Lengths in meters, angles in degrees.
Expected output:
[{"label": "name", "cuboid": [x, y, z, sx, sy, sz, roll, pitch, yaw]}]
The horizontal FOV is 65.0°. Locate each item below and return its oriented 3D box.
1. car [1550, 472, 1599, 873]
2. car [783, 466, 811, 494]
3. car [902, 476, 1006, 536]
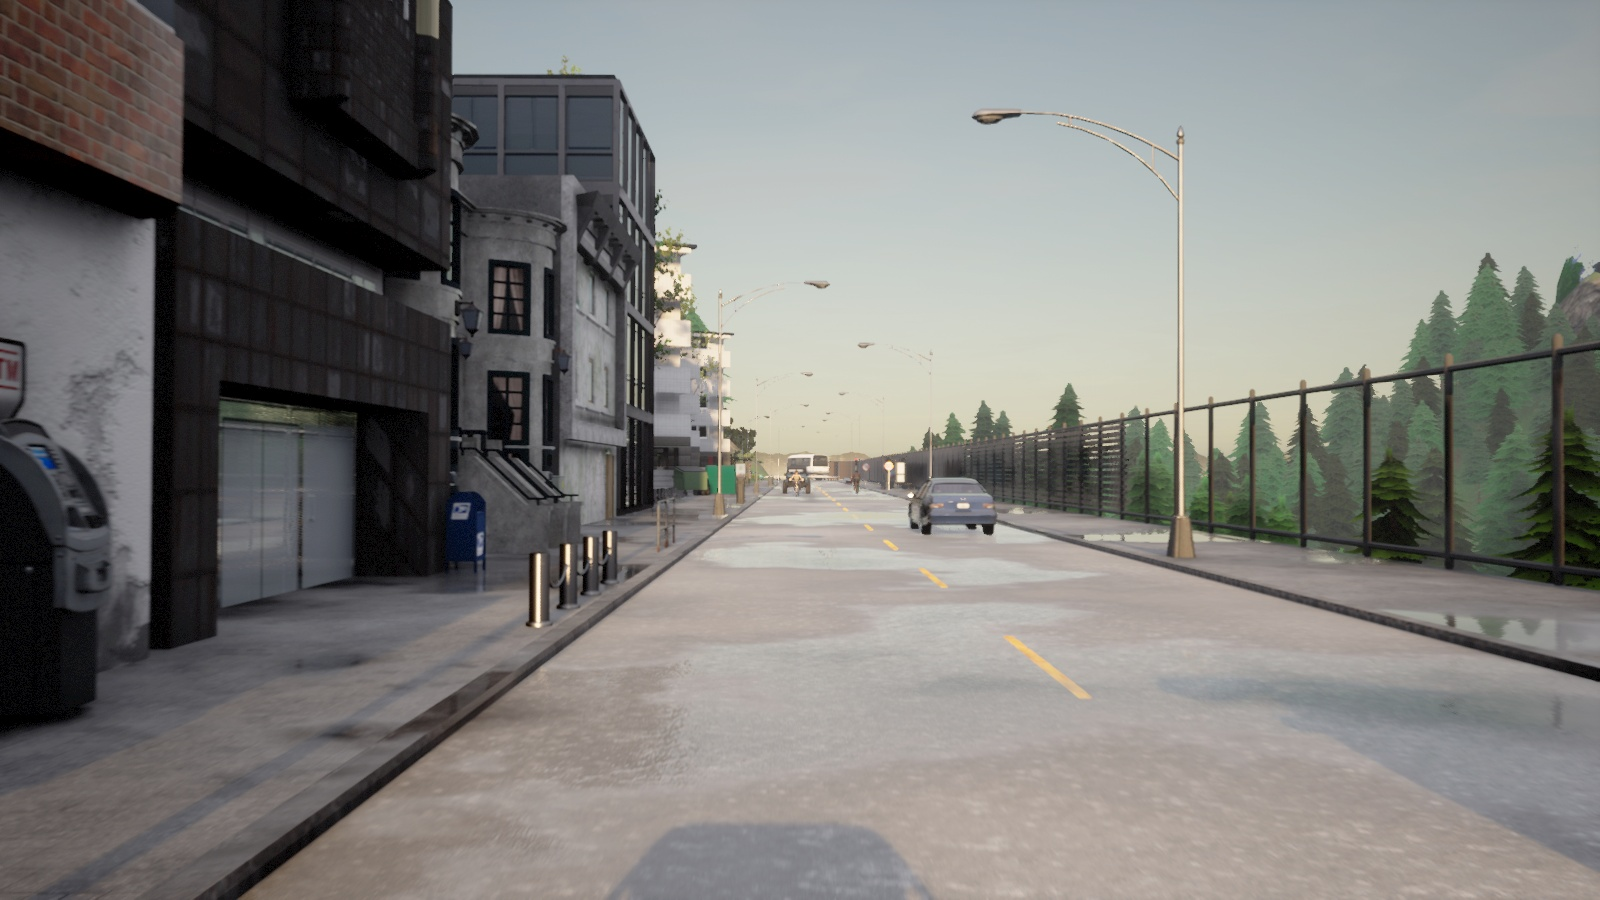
[{"label": "car", "cuboid": [3.989, 0.833, 3.305, 1.789, 1.549, 3.705, 0, -1, 0]}, {"label": "car", "cuboid": [-0.220, 2.053, 86.139, 1.905, 1.878, 3.866, 0, -1, 0]}, {"label": "car", "cuboid": [3.915, 1.395, 32.782, 2.033, 1.411, 5.357, 0, -1, 0]}]
